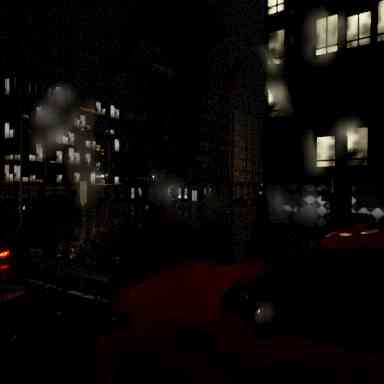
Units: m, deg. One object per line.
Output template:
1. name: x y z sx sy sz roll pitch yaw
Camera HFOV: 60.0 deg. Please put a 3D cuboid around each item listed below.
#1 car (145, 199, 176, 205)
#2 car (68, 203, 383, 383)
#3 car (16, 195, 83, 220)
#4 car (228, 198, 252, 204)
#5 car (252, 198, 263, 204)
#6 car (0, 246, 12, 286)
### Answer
1. car: -3.800 1.610 40.653 2.128 1.511 4.902 1 1 36
2. car: 1.740 1.222 2.444 5.566 2.045 2.150 0 0 35
3. car: -12.282 1.280 29.196 2.150 2.045 5.566 1 0 39
4. car: 7.831 1.741 56.127 1.812 1.442 4.674 1 0 37
5. car: 11.587 1.793 55.978 2.033 1.411 5.357 1 0 37
6. car: -6.162 1.522 8.063 4.674 1.442 1.812 0 0 35
